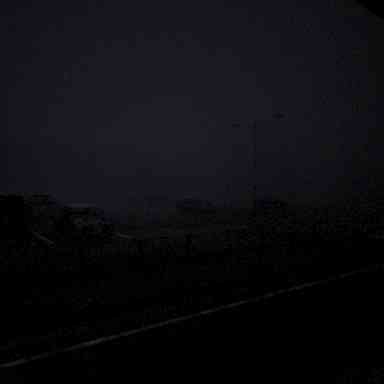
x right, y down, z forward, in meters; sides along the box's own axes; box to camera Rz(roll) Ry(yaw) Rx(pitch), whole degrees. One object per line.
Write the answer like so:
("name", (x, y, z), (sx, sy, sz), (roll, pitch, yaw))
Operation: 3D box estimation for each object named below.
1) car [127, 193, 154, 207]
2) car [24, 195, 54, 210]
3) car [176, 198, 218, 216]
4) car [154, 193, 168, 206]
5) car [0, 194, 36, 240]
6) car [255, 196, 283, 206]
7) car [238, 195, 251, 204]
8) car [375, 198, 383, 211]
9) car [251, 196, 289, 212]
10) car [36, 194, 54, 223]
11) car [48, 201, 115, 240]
("car", (-7.434, 1.045, 46.030), (1.905, 1.878, 3.866), (0, 0, -36))
("car", (-17.806, 1.141, 38.539), (2.152, 1.636, 5.027), (0, 0, -36))
("car", (0.343, 1.272, 29.326), (2.007, 1.523, 4.514), (0, 0, -36))
("car", (-5.320, 1.061, 48.066), (1.932, 1.855, 4.605), (0, 0, -36))
("car", (-8.229, 1.075, 14.306), (1.905, 1.878, 3.866), (0, 0, -36))
("car", (11.755, 1.324, 51.075), (1.970, 1.475, 3.806), (0, 0, -36))
("car", (9.826, 1.309, 58.836), (1.845, 1.501, 3.633), (0, 0, -36))
("car", (22.565, 1.271, 35.858), (2.152, 1.636, 5.027), (0, 0, -36))
("car", (8.469, 1.278, 35.143), (1.845, 1.501, 3.633), (0, 0, -36))
("car", (-10.172, 1.090, 22.609), (1.932, 1.855, 4.605), (0, 0, -36))
("car", (-5.176, 1.354, 15.758), (1.970, 1.475, 3.806), (0, 0, -36))
